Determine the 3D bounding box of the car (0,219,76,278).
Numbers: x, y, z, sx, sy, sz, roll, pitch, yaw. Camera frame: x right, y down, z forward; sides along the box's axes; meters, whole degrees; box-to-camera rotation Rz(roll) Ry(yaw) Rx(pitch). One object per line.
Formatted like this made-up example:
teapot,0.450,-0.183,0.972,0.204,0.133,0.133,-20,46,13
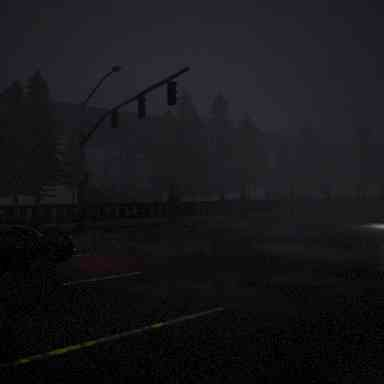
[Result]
car,-5.592,1.492,8.603,4.902,1.511,2.128,0,0,-35
